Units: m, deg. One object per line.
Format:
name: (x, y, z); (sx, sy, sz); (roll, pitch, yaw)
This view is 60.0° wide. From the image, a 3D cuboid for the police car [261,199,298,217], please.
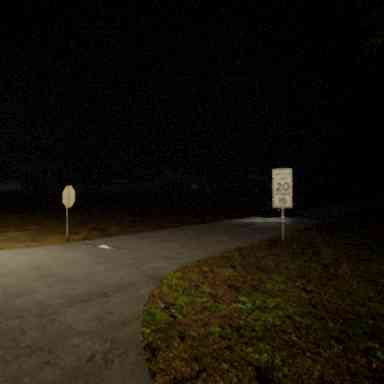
police car: (7.537, 1.243, 28.653); (1.930, 1.638, 5.238); (-1, -1, 35)
